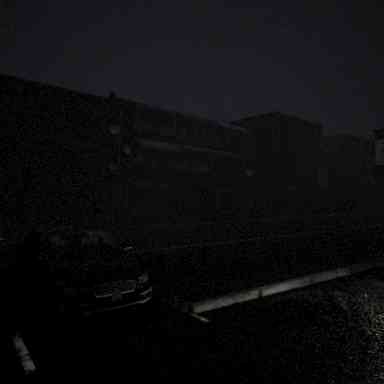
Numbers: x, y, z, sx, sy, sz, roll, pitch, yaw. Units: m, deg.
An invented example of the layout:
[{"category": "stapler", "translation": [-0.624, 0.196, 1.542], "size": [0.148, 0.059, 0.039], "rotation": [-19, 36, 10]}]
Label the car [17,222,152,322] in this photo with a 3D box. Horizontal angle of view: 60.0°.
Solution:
[{"category": "car", "translation": [-2.661, 1.484, 7.500], "size": [2.231, 1.521, 4.892], "rotation": [0, 0, -35]}]
